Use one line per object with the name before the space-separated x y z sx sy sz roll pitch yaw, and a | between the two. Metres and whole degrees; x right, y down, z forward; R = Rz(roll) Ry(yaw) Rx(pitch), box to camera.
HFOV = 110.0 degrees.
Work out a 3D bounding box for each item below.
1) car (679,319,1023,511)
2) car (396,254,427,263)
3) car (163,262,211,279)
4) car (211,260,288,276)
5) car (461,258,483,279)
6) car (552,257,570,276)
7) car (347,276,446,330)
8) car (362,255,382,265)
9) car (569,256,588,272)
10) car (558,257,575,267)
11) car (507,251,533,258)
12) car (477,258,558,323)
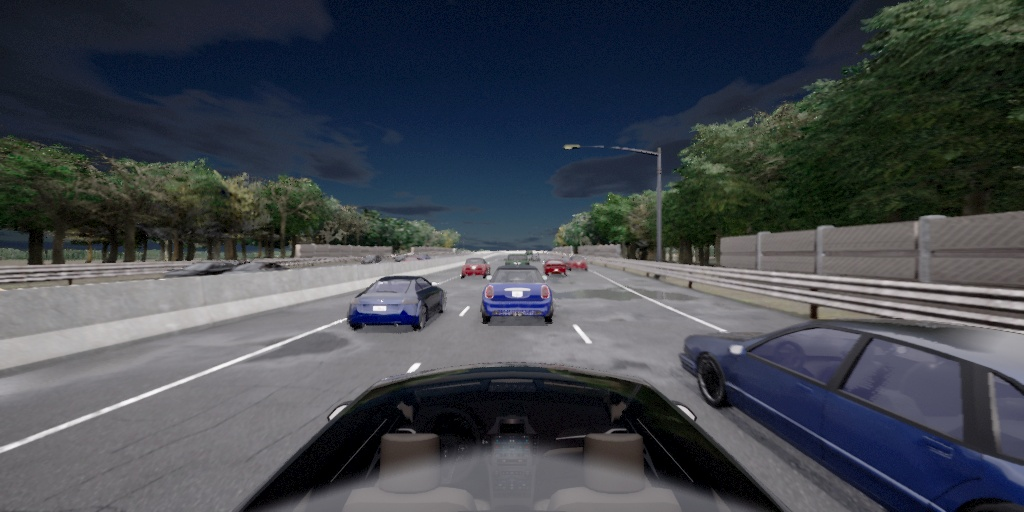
car | 3.520 1.293 3.125 2.033 1.411 5.357 0 0 0
car | -13.345 0.870 47.915 1.882 1.535 5.008 0 1 1
car | -20.856 1.141 24.494 1.882 1.535 5.008 0 0 1
car | -17.357 1.168 24.422 1.837 1.490 4.892 0 0 1
car | -3.022 0.954 30.904 2.097 1.767 4.553 0 1 1
car | 3.939 1.048 33.832 1.882 1.535 5.008 0 1 1
car | -3.342 1.292 11.104 1.994 1.385 4.181 0 0 0
car | -23.520 0.680 60.528 1.837 1.490 4.892 0 1 2
car | 7.476 0.825 41.625 2.097 1.767 4.553 0 1 3
car | 7.836 0.873 52.129 1.994 1.385 4.181 0 1 1
car | 0.485 0.818 31.296 2.150 2.045 5.566 0 1 1
car | 0.168 1.076 12.185 2.097 1.767 4.553 0 0 0
